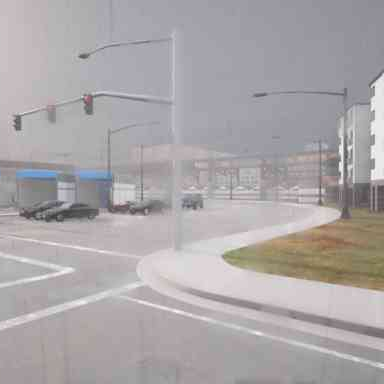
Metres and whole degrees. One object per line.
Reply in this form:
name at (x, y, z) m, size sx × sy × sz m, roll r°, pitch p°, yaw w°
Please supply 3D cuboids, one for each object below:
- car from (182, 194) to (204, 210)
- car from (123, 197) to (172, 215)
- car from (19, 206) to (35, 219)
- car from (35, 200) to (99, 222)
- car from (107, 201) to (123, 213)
car at (-0.030, 1.221, 43.744) m, size 2.150 × 2.045 × 5.566 m, roll 0°, pitch 0°, yaw 16°
car at (-4.459, 1.505, 34.031) m, size 1.837 × 1.490 × 4.892 m, roll 0°, pitch 0°, yaw 30°
car at (-12.299, 1.505, 28.770) m, size 1.837 × 1.490 × 4.892 m, roll 0°, pitch 0°, yaw 36°
car at (-9.590, 1.526, 26.544) m, size 1.812 × 1.442 × 4.674 m, roll 0°, pitch 0°, yaw 36°
car at (-7.067, 1.601, 36.378) m, size 1.895 × 1.301 × 4.718 m, roll 0°, pitch 0°, yaw 30°
